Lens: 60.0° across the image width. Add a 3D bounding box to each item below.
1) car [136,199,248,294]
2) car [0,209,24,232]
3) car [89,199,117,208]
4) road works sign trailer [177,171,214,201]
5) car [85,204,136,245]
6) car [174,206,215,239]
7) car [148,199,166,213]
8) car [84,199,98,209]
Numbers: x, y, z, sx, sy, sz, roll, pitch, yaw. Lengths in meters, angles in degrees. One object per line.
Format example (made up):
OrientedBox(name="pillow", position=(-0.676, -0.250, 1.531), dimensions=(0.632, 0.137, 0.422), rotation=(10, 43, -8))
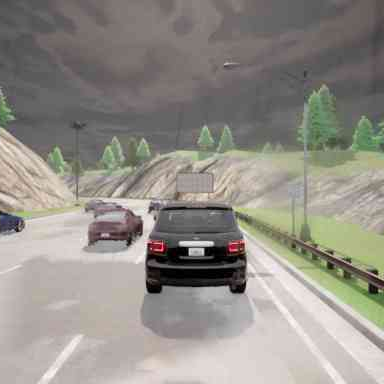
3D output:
OrientedBox(name="car", position=(0.092, 1.221, 8.955), dimensions=(2.150, 2.045, 5.566), rotation=(0, 0, 0))
OrientedBox(name="car", position=(-10.412, 1.525, 16.928), dimensions=(1.812, 1.442, 4.674), rotation=(0, 0, 0))
OrientedBox(name="car", position=(-6.979, 1.564, 28.337), dimensions=(1.994, 1.385, 4.181), rotation=(0, 0, -1))
OrientedBox(name="road works sign trailer", position=(0.200, 0.464, 21.667), dimensions=(2.380, 3.560, 2.880), rotation=(0, 0, 0))
OrientedBox(name="car", position=(-3.411, 1.525, 15.384), dimensions=(1.812, 1.442, 4.674), rotation=(0, 0, 0))
OrientedBox(name="car", position=(0.118, 1.558, 18.170), dimensions=(1.994, 1.385, 4.181), rotation=(0, 0, 0))
OrientedBox(name="car", position=(-3.890, 1.525, 37.363), dimensions=(1.812, 1.442, 4.674), rotation=(0, 0, -4))
OrientedBox(name="car", position=(-10.980, 1.547, 38.330), dimensions=(2.033, 1.411, 5.357), rotation=(0, 0, -5))
